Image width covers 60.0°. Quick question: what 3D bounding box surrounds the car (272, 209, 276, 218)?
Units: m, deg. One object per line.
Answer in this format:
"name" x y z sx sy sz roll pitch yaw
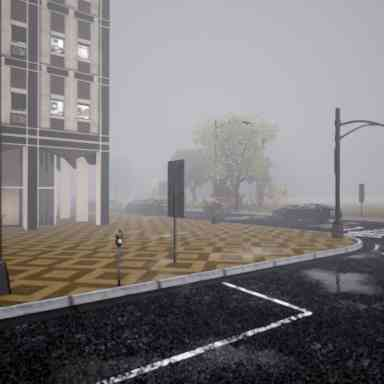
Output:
"car" 9.562 1.817 31.621 1.802 1.307 4.206 -1 0 -36

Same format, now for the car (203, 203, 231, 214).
"car" 3.033 1.950 40.577 1.802 1.307 4.206 -1 0 -36

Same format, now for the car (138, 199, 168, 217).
"car" -3.412 1.657 35.719 2.192 1.841 5.009 -1 0 -36

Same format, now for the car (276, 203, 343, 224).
"car" 9.630 1.673 26.947 2.128 1.511 4.902 0 -1 -36

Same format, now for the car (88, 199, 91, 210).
"car" -16.343 2.191 53.745 1.802 1.307 4.206 -1 0 -36

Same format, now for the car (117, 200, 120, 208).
"car" -14.431 2.152 60.183 1.882 1.535 5.008 0 -1 -36

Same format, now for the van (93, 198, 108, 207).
"van" -19.790 2.176 71.940 1.690 1.788 3.998 -1 0 -36

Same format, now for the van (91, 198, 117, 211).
"van" -13.094 1.883 49.253 1.690 1.788 3.998 -1 0 -36

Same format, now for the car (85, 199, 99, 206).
"car" -23.037 2.341 76.427 1.967 1.590 4.097 -1 0 -36

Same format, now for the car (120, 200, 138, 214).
"car" -6.624 1.974 40.237 1.947 1.339 4.313 -1 0 -36

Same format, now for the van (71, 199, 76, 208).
"van" -19.600 2.017 58.240 1.690 1.788 3.998 -1 0 -36
